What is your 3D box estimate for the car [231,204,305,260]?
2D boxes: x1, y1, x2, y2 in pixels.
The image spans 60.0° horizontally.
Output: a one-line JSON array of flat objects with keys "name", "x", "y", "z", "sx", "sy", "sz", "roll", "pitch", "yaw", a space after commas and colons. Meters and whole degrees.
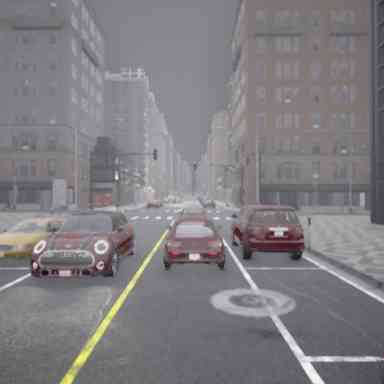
[{"name": "car", "x": 2.678, "y": 1.379, "z": 12.660, "sx": 2.192, "sy": 1.841, "sz": 5.009, "roll": 1, "pitch": 0, "yaw": 0}]

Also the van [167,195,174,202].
[{"name": "van", "x": -5.849, "y": 1.809, "z": 90.647, "sx": 1.690, "sy": 1.788, "sz": 3.998, "roll": 1, "pitch": 0, "yaw": 0}]

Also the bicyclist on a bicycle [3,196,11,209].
[{"name": "bicyclist on a bicycle", "x": -23.013, "y": 1.360, "z": 41.379, "sx": 0.582, "sy": 1.620, "sz": 1.656, "roll": 0, "pitch": -1, "yaw": 0}]

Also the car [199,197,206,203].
[{"name": "car", "x": 2.674, "y": 2.019, "z": 84.966, "sx": 1.802, "sy": 1.307, "sz": 4.206, "roll": 1, "pitch": 0, "yaw": 0}]

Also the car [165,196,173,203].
[{"name": "car", "x": -5.850, "y": 1.877, "z": 84.974, "sx": 1.967, "sy": 1.590, "sz": 4.097, "roll": 1, "pitch": 0, "yaw": 0}]

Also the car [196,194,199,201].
[{"name": "car", "x": 2.677, "y": 1.691, "z": 73.622, "sx": 2.192, "sy": 1.841, "sz": 5.009, "roll": 1, "pitch": 0, "yaw": 0}]

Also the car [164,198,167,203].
[{"name": "car", "x": -5.851, "y": 1.832, "z": 56.609, "sx": 1.887, "sy": 1.381, "sz": 4.507, "roll": 1, "pitch": 0, "yaw": 0}]

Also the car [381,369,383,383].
[{"name": "car", "x": 2.677, "y": 1.448, "z": 1.411, "sx": 1.967, "sy": 1.590, "sz": 4.097, "roll": 1, "pitch": 0, "yaw": 0}]

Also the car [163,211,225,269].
[{"name": "car", "x": 0.077, "y": 1.583, "z": 11.275, "sx": 1.812, "sy": 1.442, "sz": 4.674, "roll": 0, "pitch": 0, "yaw": 0}]

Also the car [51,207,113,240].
[{"name": "car", "x": -5.850, "y": 1.637, "z": 18.292, "sx": 1.887, "sy": 1.381, "sz": 4.507, "roll": 1, "pitch": 0, "yaw": 0}]

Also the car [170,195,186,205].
[{"name": "car", "x": -3.001, "y": 1.883, "z": 70.207, "sx": 2.128, "sy": 1.511, "sz": 4.902, "roll": 0, "pitch": 0, "yaw": 0}]

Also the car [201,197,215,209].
[{"name": "car", "x": 2.675, "y": 1.840, "z": 50.927, "sx": 1.802, "sy": 1.307, "sz": 4.206, "roll": 1, "pitch": 0, "yaw": 0}]

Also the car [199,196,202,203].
[{"name": "car", "x": 2.675, "y": 1.898, "z": 62.274, "sx": 1.802, "sy": 1.307, "sz": 4.206, "roll": 1, "pitch": 0, "yaw": 0}]

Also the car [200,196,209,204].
[{"name": "car", "x": 2.675, "y": 1.869, "z": 56.600, "sx": 1.802, "sy": 1.307, "sz": 4.206, "roll": 1, "pitch": 0, "yaw": 0}]

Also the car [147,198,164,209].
[{"name": "car", "x": -5.851, "y": 1.803, "z": 50.936, "sx": 1.887, "sy": 1.381, "sz": 4.507, "roll": 1, "pitch": 0, "yaw": 0}]

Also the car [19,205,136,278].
[{"name": "car", "x": -3.096, "y": 1.405, "z": 10.372, "sx": 2.097, "sy": 1.767, "sz": 4.553, "roll": 0, "pitch": 0, "yaw": 0}]

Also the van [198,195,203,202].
[{"name": "van", "x": 2.677, "y": 1.687, "z": 67.949, "sx": 1.690, "sy": 1.788, "sz": 3.998, "roll": 1, "pitch": 0, "yaw": 0}]

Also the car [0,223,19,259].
[{"name": "car", "x": -5.850, "y": 1.589, "z": 12.498, "sx": 1.752, "sy": 1.417, "sz": 4.829, "roll": 1, "pitch": 0, "yaw": 0}]

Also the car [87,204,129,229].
[{"name": "car", "x": -5.850, "y": 1.645, "z": 23.747, "sx": 1.752, "sy": 1.417, "sz": 4.829, "roll": 1, "pitch": 0, "yaw": 0}]

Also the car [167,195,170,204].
[{"name": "car", "x": -5.851, "y": 1.958, "z": 73.627, "sx": 1.802, "sy": 1.307, "sz": 4.206, "roll": 1, "pitch": 0, "yaw": 0}]

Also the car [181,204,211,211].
[{"name": "car", "x": 0.062, "y": 1.716, "z": 22.793, "sx": 1.895, "sy": 1.301, "sz": 4.718, "roll": 0, "pitch": 0, "yaw": 0}]
